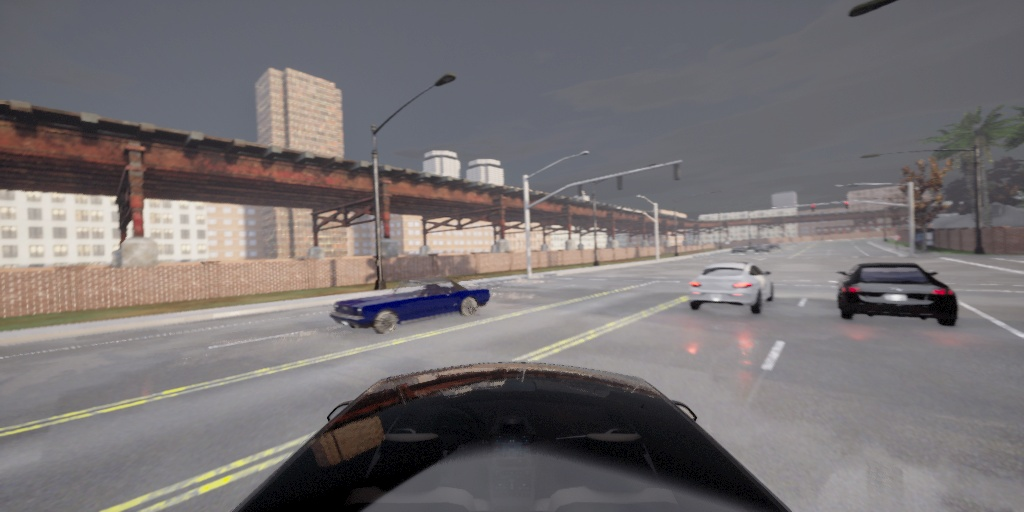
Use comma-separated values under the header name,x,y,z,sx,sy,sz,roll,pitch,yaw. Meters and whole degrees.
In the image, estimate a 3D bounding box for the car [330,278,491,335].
name,x,y,z,sx,sy,sz,roll,pitch,yaw
car,-2.948,1.400,11.165,1.895,1.301,4.718,-2,1,42

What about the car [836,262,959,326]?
name,x,y,z,sx,sy,sz,roll,pitch,yaw
car,10.041,0.845,9.618,1.994,1.385,4.181,-2,1,42

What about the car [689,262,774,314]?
name,x,y,z,sx,sy,sz,roll,pitch,yaw
car,7.218,0.907,11.736,1.812,1.442,4.674,-2,0,42
